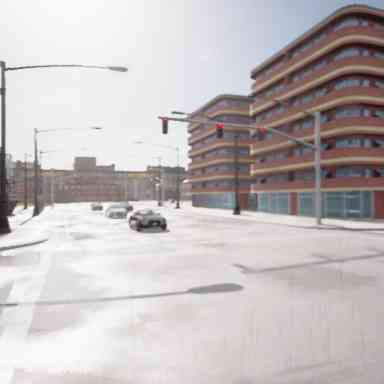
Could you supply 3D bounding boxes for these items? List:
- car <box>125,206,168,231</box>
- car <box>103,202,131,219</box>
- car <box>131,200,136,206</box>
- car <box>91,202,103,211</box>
[{"bbox_3d":[-3.130,1.903,23.215,1.994,1.385,4.181,0,-1,-22],"label":"car"},{"bbox_3d":[-8.282,2.087,36.380,1.812,1.442,4.674,0,-1,-22],"label":"car"},{"bbox_3d":[-10.314,2.326,51.487,2.033,1.411,5.357,0,-1,-21],"label":"car"},{"bbox_3d":[-16.508,2.468,57.678,2.033,1.411,5.357,0,-1,-21],"label":"car"}]
